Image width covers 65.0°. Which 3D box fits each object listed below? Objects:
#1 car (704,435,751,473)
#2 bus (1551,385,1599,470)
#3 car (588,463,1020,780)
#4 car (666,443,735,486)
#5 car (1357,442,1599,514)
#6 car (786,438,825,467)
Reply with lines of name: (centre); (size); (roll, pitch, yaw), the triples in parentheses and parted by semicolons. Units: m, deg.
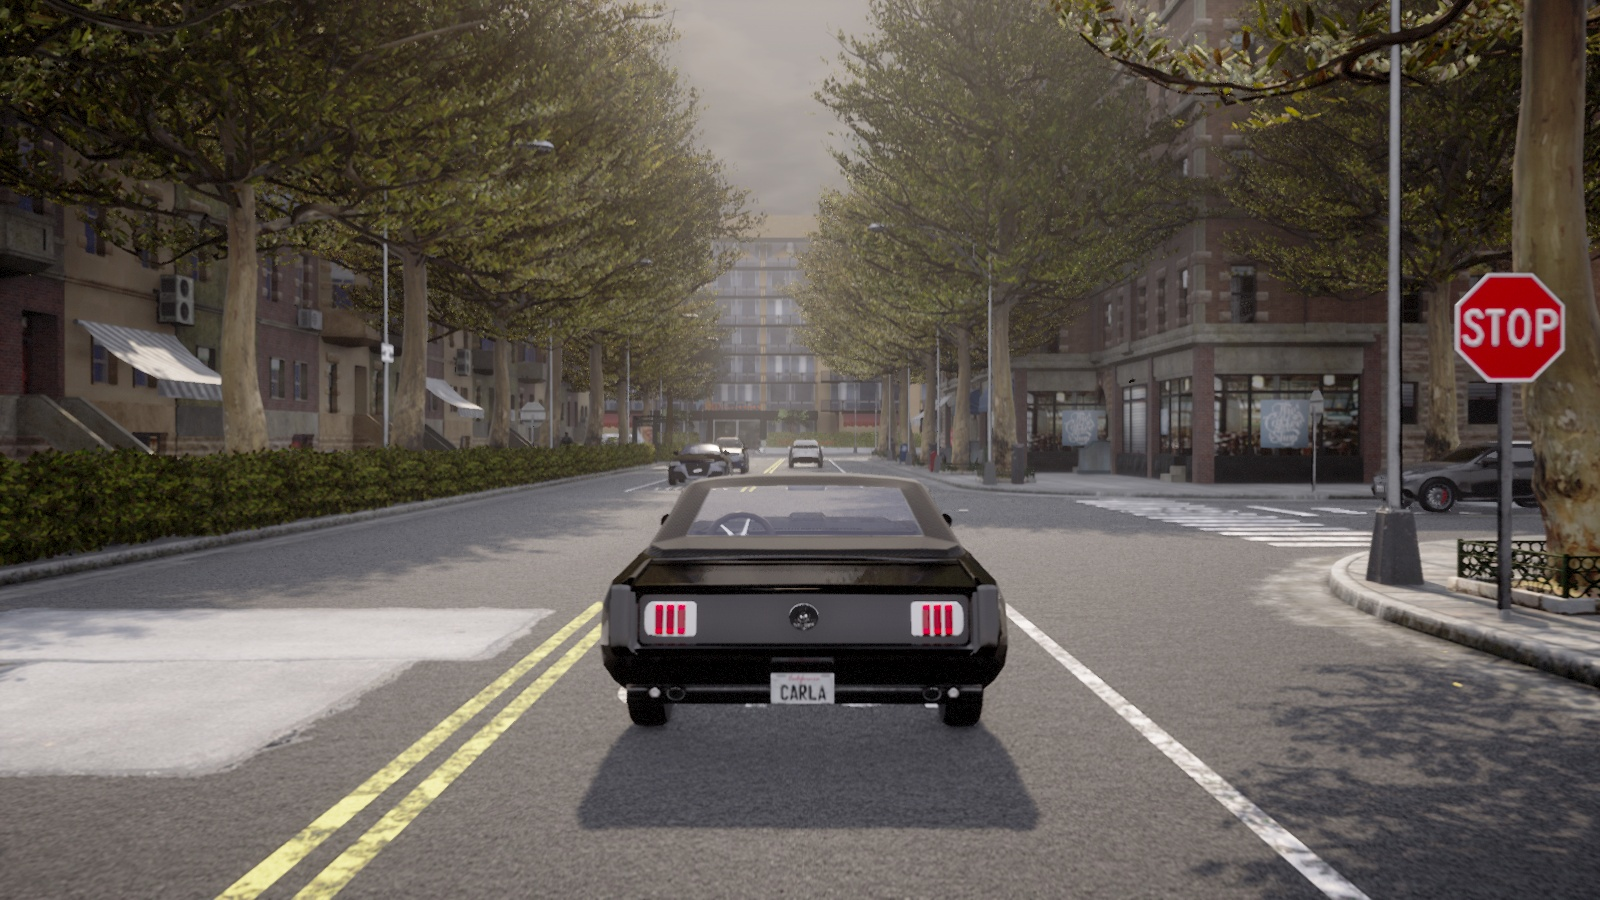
car: (-3.229, 0.160, 56.621); (1.851, 1.617, 3.988); (0, 0, 0)
bus: (41.863, -1.122, 61.624); (3.944, 4.253, 10.273); (0, 0, 1)
car: (0.038, 0.779, 7.877); (1.895, 1.301, 4.718); (0, 0, 1)
car: (-3.298, 0.448, 42.245); (1.994, 1.385, 4.181); (0, 0, 0)
car: (14.364, 0.560, 26.194); (4.674, 1.442, 1.812); (0, 0, -1)
car: (0.317, 0.118, 67.592); (2.007, 1.525, 4.514); (0, 1, 0)
